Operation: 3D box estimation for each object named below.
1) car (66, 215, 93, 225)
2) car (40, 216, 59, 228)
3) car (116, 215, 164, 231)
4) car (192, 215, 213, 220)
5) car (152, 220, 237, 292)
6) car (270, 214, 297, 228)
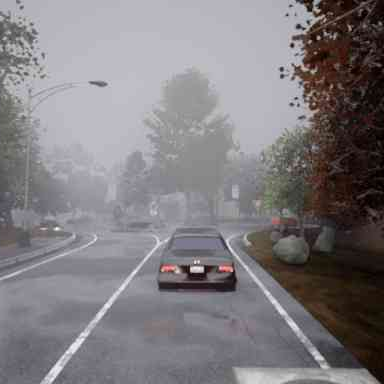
[{"bbox_3d":[-18.398,4.584,54.546,1.882,1.535,5.008,-2,-4,23],"label":"car"},{"bbox_3d":[-17.366,3.614,40.435,1.812,1.442,4.674,2,-5,-28],"label":"car"},{"bbox_3d":[-4.934,2.989,32.240,4.902,1.511,2.128,-1,-4,10],"label":"car"},{"bbox_3d":[1.648,5.271,64.191,4.892,1.490,1.837,0,-4,17],"label":"car"},{"bbox_3d":[0.134,1.713,9.342,2.033,1.411,5.357,0,-2,1],"label":"car"},{"bbox_3d":[11.089,3.412,40.006,2.097,1.767,4.553,-3,-5,33],"label":"car"}]
